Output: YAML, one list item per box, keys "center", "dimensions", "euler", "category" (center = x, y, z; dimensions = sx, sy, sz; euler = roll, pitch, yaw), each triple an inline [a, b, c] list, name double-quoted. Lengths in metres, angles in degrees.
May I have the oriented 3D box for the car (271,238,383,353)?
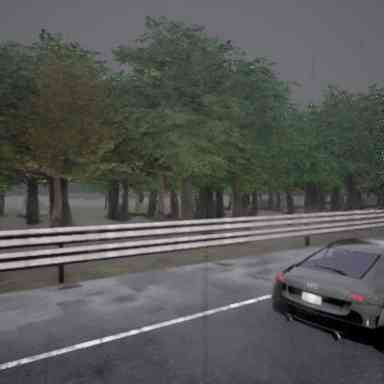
- center: [3.445, 1.586, 6.202]
  dimensions: [4.181, 1.385, 1.994]
  euler: [0, 0, -35]
  category: "car"
